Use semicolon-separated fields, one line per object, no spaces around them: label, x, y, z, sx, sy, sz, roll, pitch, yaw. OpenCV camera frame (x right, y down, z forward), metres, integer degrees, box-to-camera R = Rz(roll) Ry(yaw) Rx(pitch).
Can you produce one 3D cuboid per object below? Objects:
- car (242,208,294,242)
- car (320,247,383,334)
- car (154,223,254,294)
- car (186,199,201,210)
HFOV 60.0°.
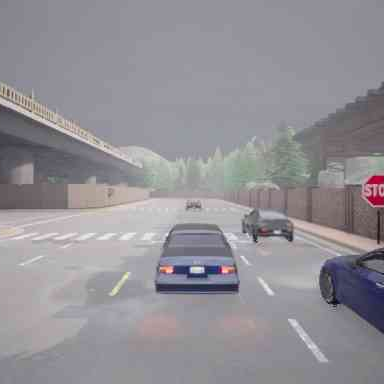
car;3.618;1.526;16.341;1.812;1.442;4.674;0;0;0
car;3.597;1.526;5.101;1.812;1.442;4.674;0;0;0
car;0.099;1.547;8.908;2.033;1.411;5.357;0;0;0
car;0.203;1.601;43.280;1.895;1.301;4.718;0;0;0
